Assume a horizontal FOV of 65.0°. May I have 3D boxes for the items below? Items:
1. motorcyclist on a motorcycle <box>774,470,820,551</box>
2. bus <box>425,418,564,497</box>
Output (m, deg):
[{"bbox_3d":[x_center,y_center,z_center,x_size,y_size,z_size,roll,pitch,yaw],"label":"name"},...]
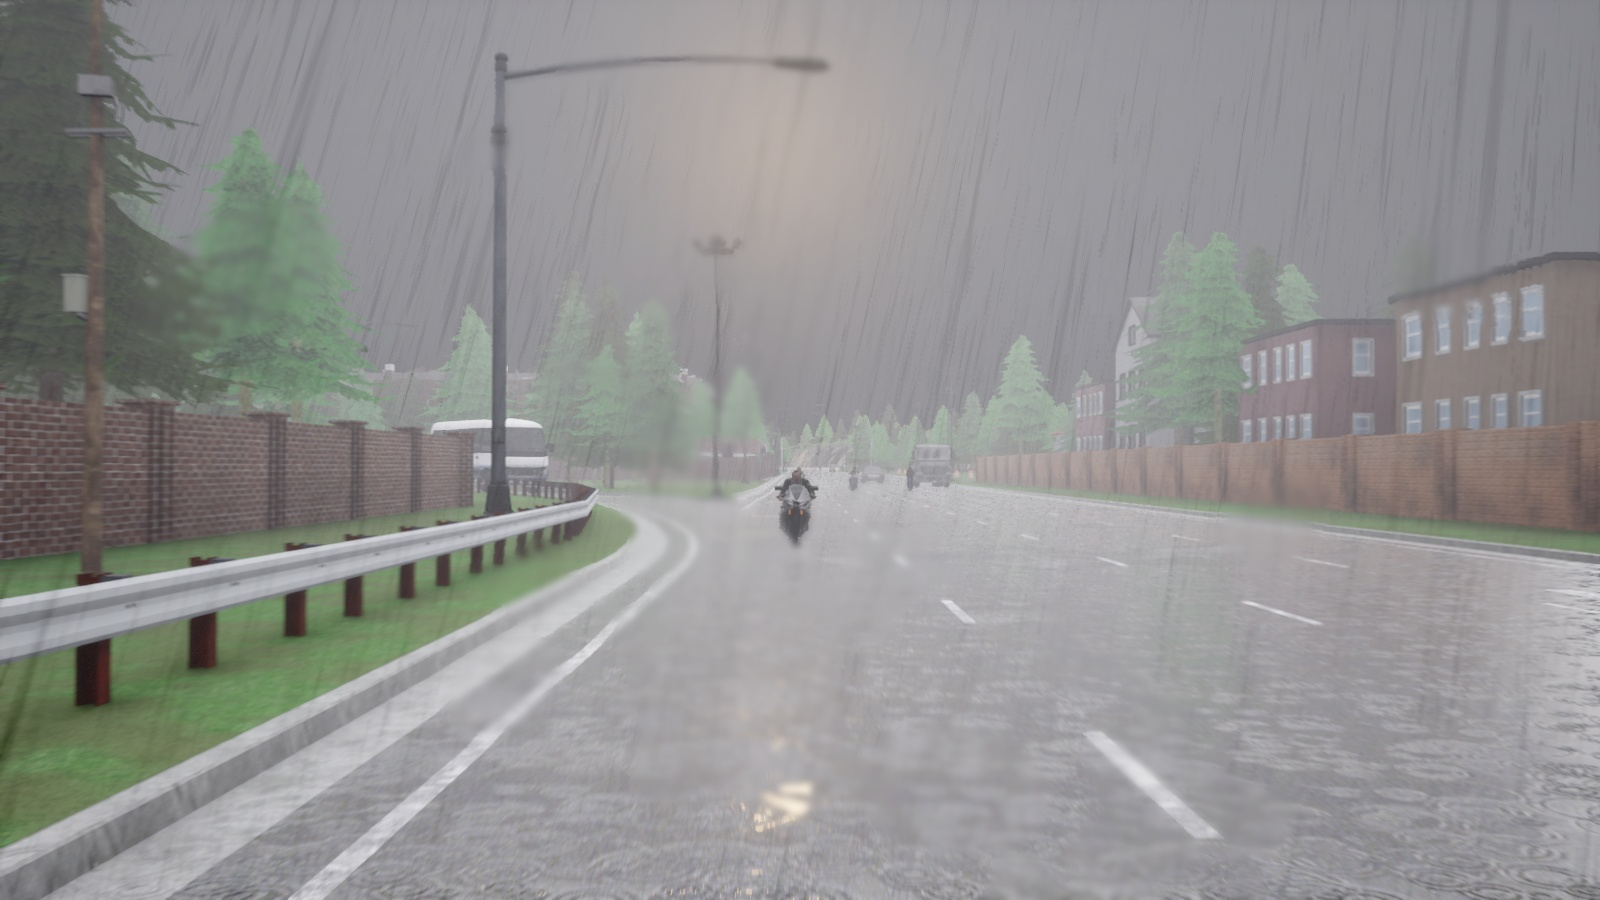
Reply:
[{"bbox_3d":[-0.059,1.184,25.124,0.866,1.530,2.191,0,-1,0],"label":"motorcyclist on a motorcycle"},{"bbox_3d":[-17.948,0.494,73.194,3.944,4.253,10.273,0,-1,-38],"label":"bus"}]
